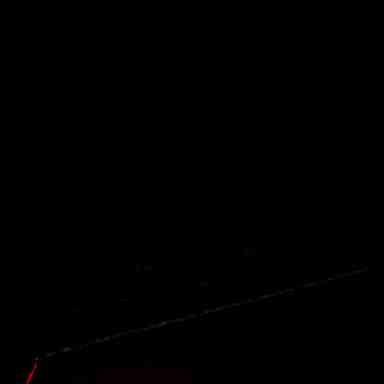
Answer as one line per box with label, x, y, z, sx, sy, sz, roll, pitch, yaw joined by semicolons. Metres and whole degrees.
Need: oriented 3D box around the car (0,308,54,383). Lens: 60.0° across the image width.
car;-3.319;1.504;1.620;4.892;1.490;1.837;0;0;-35
